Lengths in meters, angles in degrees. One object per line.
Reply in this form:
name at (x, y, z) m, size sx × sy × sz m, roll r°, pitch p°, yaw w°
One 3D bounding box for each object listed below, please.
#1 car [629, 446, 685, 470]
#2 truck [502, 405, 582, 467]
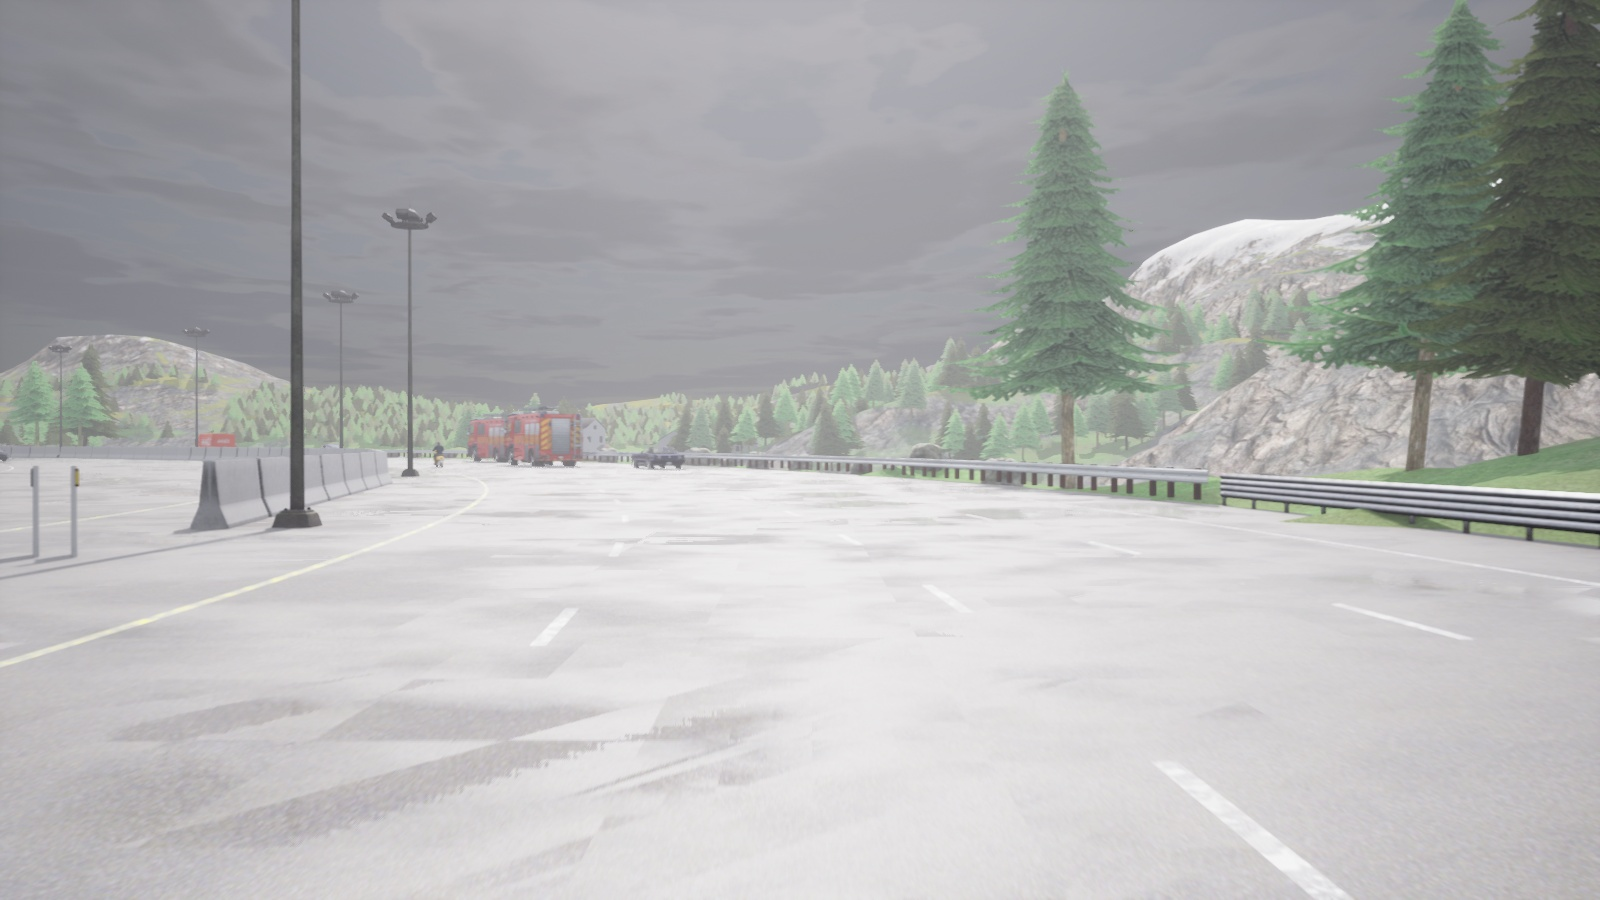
car at (-8.327, 0.432, 72.685) m, size 1.895 × 1.301 × 4.718 m, roll 0°, pitch 0°, yaw -24°
truck at (-17.081, -0.893, 82.556) m, size 2.891 × 3.827 × 8.468 m, roll 0°, pitch 0°, yaw -28°
